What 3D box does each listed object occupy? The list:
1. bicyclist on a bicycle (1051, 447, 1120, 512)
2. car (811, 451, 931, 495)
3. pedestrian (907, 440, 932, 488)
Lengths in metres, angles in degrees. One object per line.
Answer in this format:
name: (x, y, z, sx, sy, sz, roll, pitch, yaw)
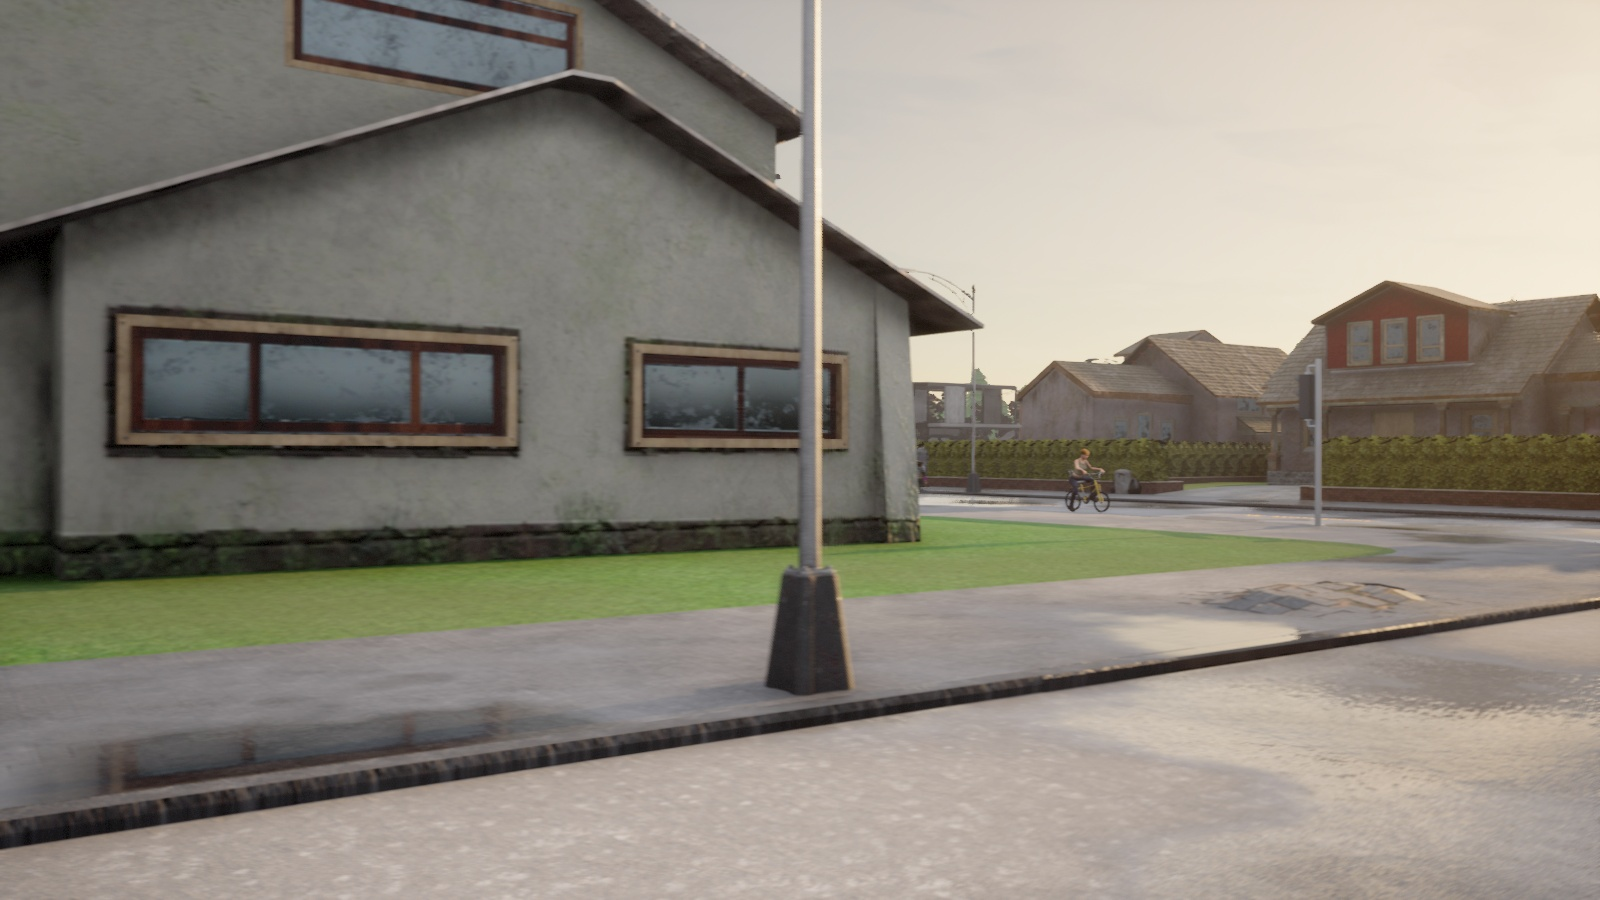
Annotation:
bicyclist on a bicycle: (7.274, 0.744, 32.051, 0.866, 1.612, 1.509, 0, 0, -35)
car: (2.528, 0.799, 45.909, 2.007, 1.525, 4.514, 0, 0, -35)
pedestrian: (4.859, 0.569, 50.942, 0.659, 1.952, 0.873, 0, 0, -25)
